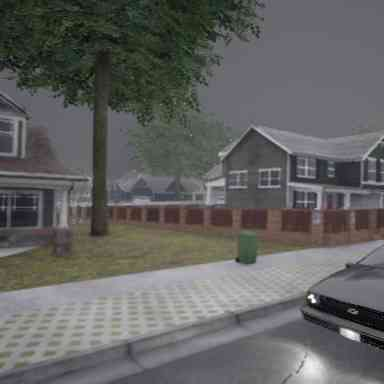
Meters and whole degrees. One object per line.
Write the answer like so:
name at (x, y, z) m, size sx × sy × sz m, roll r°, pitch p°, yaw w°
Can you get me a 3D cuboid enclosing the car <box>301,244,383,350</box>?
car at (4.374, 1.613, 6.140) m, size 5.357 × 1.411 × 2.033 m, roll 1°, pitch 0°, yaw -35°
